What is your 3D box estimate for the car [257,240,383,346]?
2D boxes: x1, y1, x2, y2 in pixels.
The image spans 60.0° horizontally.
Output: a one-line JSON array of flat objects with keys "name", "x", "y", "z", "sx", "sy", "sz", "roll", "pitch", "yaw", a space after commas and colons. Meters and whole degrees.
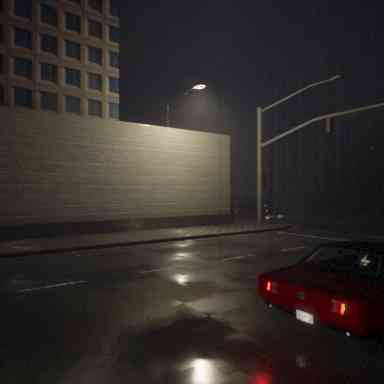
[{"name": "car", "x": 3.532, "y": 1.601, "z": 6.301, "sx": 4.718, "sy": 1.301, "sz": 1.895, "roll": 0, "pitch": 0, "yaw": -35}]

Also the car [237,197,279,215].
[{"name": "car", "x": 6.800, "y": 1.407, "z": 34.659, "sx": 2.097, "sy": 1.767, "sz": 4.553, "roll": 0, "pitch": 0, "yaw": -35}]
